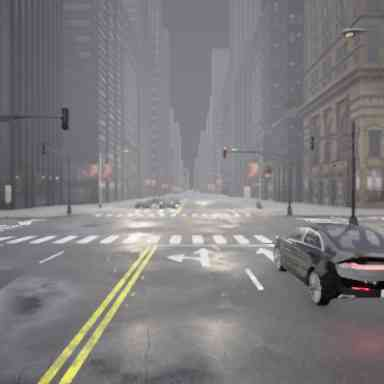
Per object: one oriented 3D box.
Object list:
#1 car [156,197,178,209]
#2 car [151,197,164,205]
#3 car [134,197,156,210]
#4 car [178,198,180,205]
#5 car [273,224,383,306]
[{"bbox_3d":[-3.387,1.438,46.121,2.097,1.767,4.553,0,0,0],"label":"car"},{"bbox_3d":[-6.583,1.655,63.994,2.033,1.411,5.357,0,0,0],"label":"car"},{"bbox_3d":[-6.640,1.633,45.911,2.033,1.411,5.357,0,0,0],"label":"car"},{"bbox_3d":[-3.333,1.655,64.082,2.033,1.411,5.357,0,0,0],"label":"car"},{"bbox_3d":[3.339,1.509,8.045,2.128,1.511,4.902,0,0,0],"label":"car"}]
